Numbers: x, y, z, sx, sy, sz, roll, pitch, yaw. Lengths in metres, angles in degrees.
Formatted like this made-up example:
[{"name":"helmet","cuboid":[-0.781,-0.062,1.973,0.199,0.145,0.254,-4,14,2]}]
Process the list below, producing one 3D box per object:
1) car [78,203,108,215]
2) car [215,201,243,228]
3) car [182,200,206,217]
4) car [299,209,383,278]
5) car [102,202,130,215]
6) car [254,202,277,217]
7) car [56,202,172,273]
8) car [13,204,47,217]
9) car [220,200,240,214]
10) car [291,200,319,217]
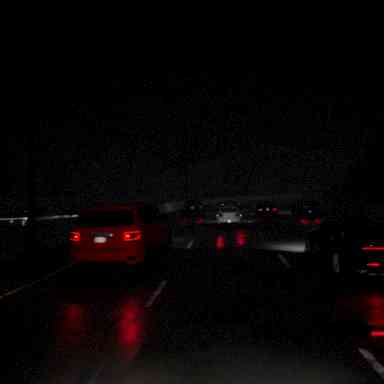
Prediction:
[{"name":"car","cuboid":[-12.750,2.166,43.035,1.994,1.385,4.181,-1,0,9]},{"name":"car","cuboid":[2.591,1.637,23.398,1.812,1.442,4.674,-1,0,6]},{"name":"car","cuboid":[0.296,1.595,34.406,2.097,1.767,4.553,-1,0,7]},{"name":"car","cuboid":[4.769,1.470,9.895,1.837,1.490,4.892,-1,0,6]},{"name":"car","cuboid":[-9.412,2.081,41.787,1.994,1.385,4.181,-1,0,9]},{"name":"car","cuboid":[7.046,1.621,32.106,2.033,1.411,5.357,-1,0,7]},{"name":"car","cuboid":[-2.125,1.353,11.355,2.150,2.045,5.566,-1,0,6]},{"name":"car","cuboid":[-20.094,2.234,41.432,1.882,1.535,5.008,-1,0,9]},{"name":"car","cuboid":[4.593,1.732,39.689,2.033,1.411,5.357,-1,0,9]},{"name":"car","cuboid":[10.460,1.480,31.061,2.128,1.511,4.902,-1,0,7]}]
